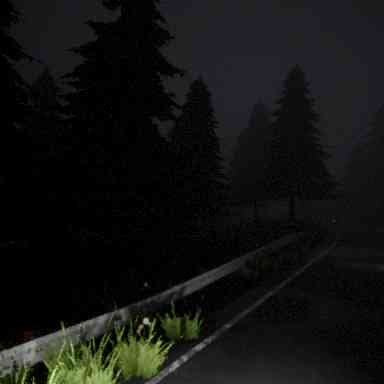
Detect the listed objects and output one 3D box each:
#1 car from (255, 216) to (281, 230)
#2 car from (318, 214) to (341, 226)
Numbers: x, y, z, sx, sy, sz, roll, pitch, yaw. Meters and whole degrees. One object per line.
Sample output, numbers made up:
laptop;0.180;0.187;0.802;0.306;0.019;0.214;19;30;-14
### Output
car;11.597;4.774;51.020;2.097;1.767;4.553;4;-9;-13
car;15.218;3.290;38.377;1.994;1.385;4.181;4;-7;-10
